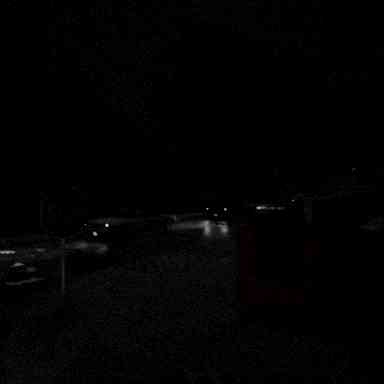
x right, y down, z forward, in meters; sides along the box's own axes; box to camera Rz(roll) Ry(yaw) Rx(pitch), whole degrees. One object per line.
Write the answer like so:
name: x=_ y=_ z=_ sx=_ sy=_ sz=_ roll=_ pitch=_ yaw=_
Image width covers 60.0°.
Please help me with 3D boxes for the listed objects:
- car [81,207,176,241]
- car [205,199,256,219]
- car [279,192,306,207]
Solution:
car: x=-2.947 y=1.449 z=16.226 sx=1.895 sy=1.301 sz=4.718 roll=-1 pitch=1 yaw=36
car: x=2.886 y=1.193 z=24.376 sx=1.895 sy=1.301 sz=4.718 roll=-1 pitch=1 yaw=36
car: x=10.653 y=0.768 z=35.206 sx=1.812 sy=1.442 sz=4.674 roll=-1 pitch=2 yaw=36
